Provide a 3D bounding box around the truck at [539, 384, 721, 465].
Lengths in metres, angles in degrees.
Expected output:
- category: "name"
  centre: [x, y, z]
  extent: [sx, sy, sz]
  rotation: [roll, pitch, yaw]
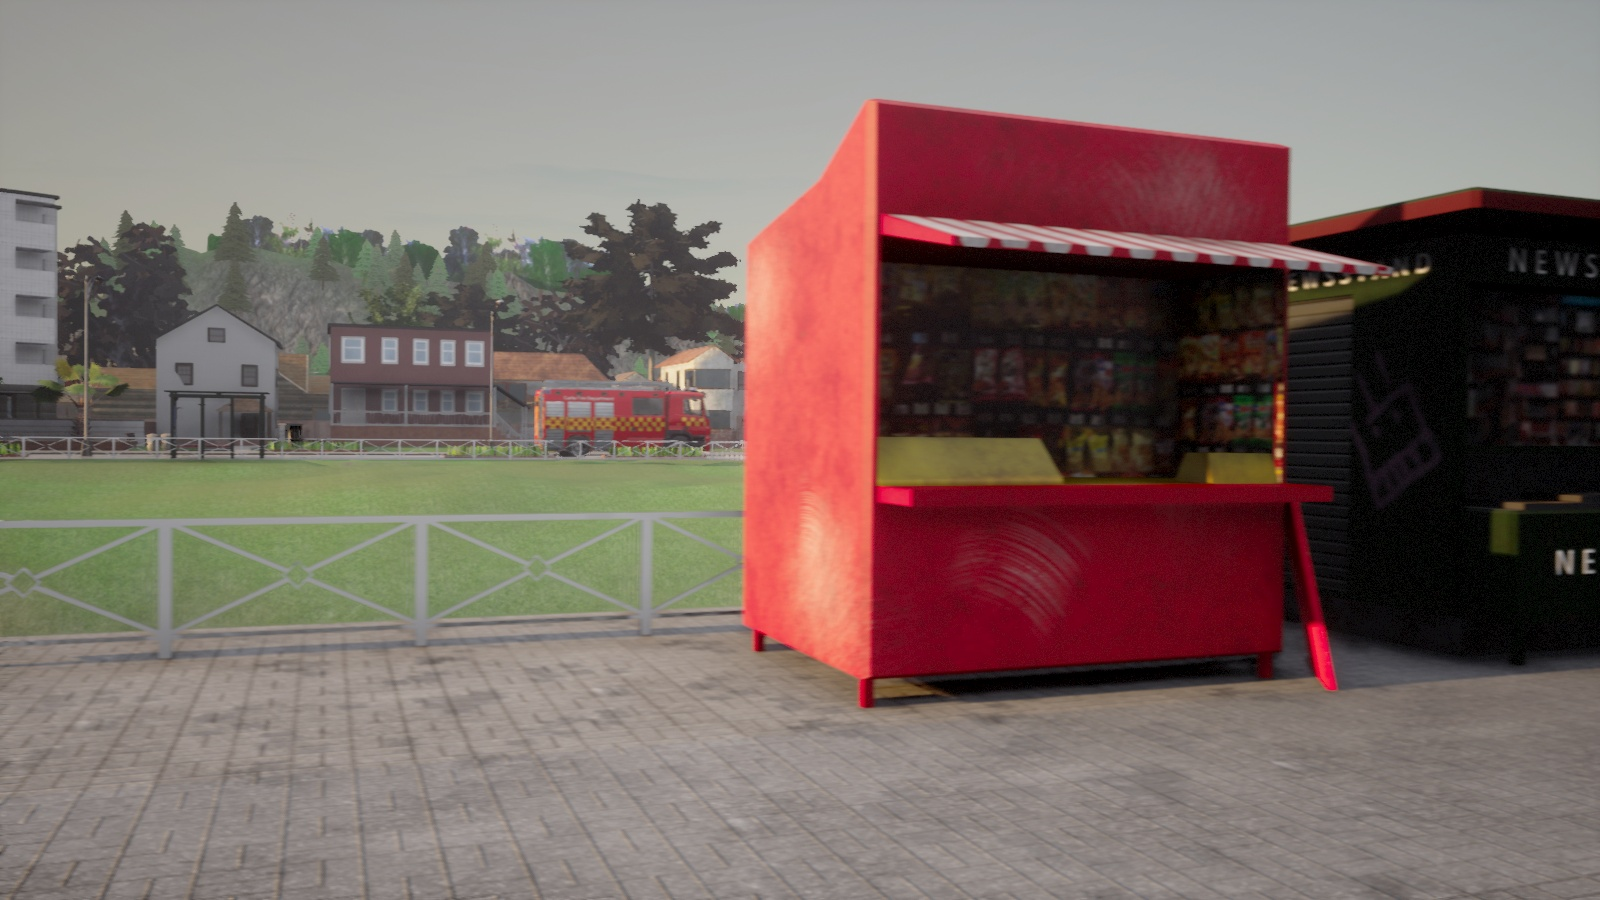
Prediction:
- category: "truck"
  centre: [-8.412, -1.289, 62.284]
  extent: [8.468, 3.827, 2.891]
  rotation: [-1, 1, -21]
